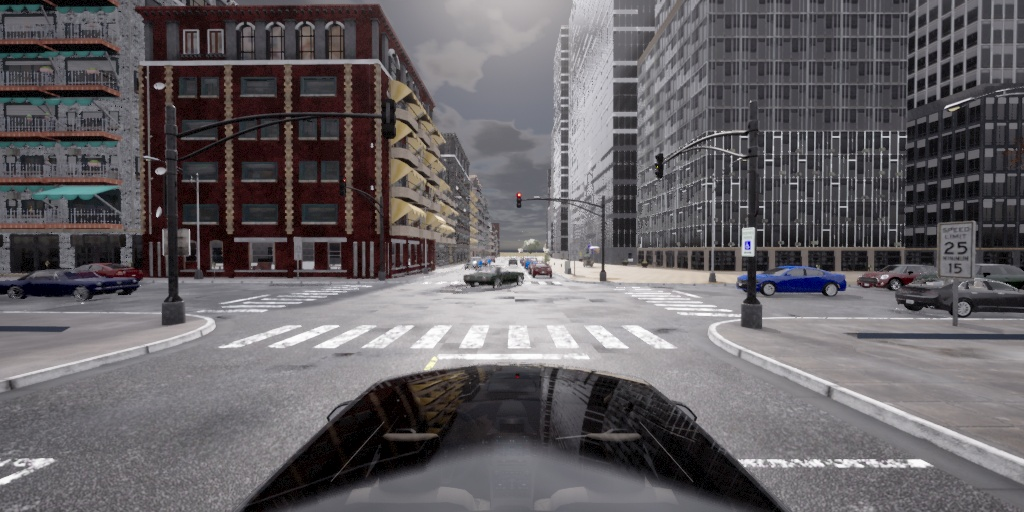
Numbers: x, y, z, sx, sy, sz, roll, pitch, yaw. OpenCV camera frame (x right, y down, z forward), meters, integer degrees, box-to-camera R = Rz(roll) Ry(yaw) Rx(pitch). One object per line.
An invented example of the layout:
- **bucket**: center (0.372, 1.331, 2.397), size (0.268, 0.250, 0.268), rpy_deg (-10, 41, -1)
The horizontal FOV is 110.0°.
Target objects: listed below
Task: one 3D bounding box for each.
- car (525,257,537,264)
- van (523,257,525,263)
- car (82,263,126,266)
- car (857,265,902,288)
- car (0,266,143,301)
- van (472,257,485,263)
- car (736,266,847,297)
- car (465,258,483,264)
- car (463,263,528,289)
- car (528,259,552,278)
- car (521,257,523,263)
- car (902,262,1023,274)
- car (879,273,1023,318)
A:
- **car**: center (2.746, 1.158, 39.077), size (1.967, 1.591, 4.097), rpy_deg (0, 0, 0)
- **van**: center (2.773, 1.044, 50.369), size (1.690, 1.789, 3.998), rpy_deg (0, 0, 0)
- **car**: center (-25.808, 1.109, 22.389), size (4.507, 1.381, 1.888), rpy_deg (0, 0, 1)
- **car**: center (23.421, 1.230, 21.622), size (4.097, 1.591, 1.967), rpy_deg (0, 0, 1)
- **car**: center (-20.124, 1.283, 16.393), size (4.718, 1.301, 1.895), rpy_deg (0, 1, 1)
- **van**: center (-5.562, 1.035, 56.001), size (1.690, 1.789, 3.998), rpy_deg (0, 0, 0)
- **car**: center (14.687, 1.270, 19.037), size (5.008, 1.535, 1.882), rpy_deg (0, 1, 2)
- **car**: center (-5.575, 1.269, 50.355), size (1.948, 1.339, 4.313), rpy_deg (0, 0, 0)
- **car**: center (-1.025, 1.338, 23.061), size (1.895, 1.301, 4.718), rpy_deg (0, 0, 29)
- **car**: center (2.732, 1.271, 33.431), size (1.888, 1.381, 4.507), rpy_deg (0, 0, 0)
- **car**: center (2.786, 1.239, 56.015), size (1.888, 1.381, 4.507), rpy_deg (0, 0, 0)
- **car**: center (24.147, 1.189, 18.876), size (4.553, 1.767, 2.097), rpy_deg (0, 1, 1)
- **car**: center (16.742, 1.445, 13.091), size (4.403, 1.370, 2.007), rpy_deg (0, 0, 1)
